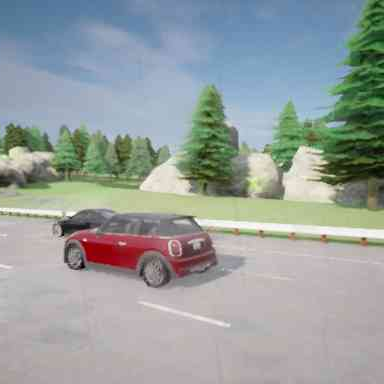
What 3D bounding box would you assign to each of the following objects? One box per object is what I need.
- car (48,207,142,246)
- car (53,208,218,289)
[{"bbox_3d":[-4.736,1.518,15.959,4.674,1.442,1.812,0,0,35],"label":"car"},{"bbox_3d":[-1.607,1.348,9.433,4.553,1.767,2.097,0,0,35],"label":"car"}]
